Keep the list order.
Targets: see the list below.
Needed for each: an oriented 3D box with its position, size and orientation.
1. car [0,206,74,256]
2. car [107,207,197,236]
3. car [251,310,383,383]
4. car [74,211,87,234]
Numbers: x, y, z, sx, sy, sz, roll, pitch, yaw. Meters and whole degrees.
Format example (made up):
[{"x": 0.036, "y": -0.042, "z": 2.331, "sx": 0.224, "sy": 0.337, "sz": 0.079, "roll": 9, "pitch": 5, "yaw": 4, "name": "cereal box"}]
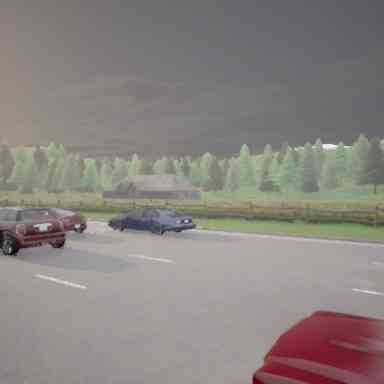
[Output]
[{"x": -7.171, "y": 1.364, "z": 13.408, "sx": 4.553, "sy": 1.767, "sz": 2.097, "roll": 0, "pitch": 0, "yaw": 36, "name": "car"}, {"x": -2.335, "y": 1.558, "z": 18.558, "sx": 5.357, "sy": 1.411, "sz": 2.033, "roll": 0, "pitch": 0, "yaw": 35, "name": "car"}, {"x": 2.724, "y": 1.600, "z": 2.051, "sx": 4.718, "sy": 1.301, "sz": 1.895, "roll": 0, "pitch": 0, "yaw": 36, "name": "car"}, {"x": -7.609, "y": 1.540, "z": 18.020, "sx": 4.674, "sy": 1.442, "sz": 1.812, "roll": 0, "pitch": 0, "yaw": 36, "name": "car"}]
